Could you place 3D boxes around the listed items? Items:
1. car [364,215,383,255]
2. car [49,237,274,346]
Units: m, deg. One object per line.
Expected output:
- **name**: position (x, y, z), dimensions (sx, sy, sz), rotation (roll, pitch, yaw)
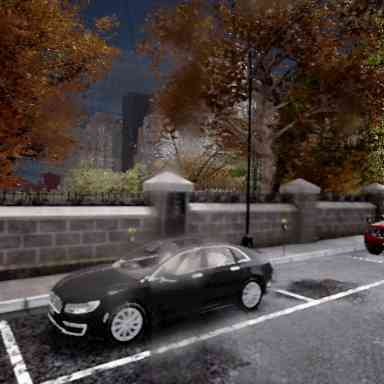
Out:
- **car**: position (8.674, 1.453, 12.715), dimensions (5.009, 1.841, 2.192), rotation (1, 1, -35)
- **car**: position (-0.328, 1.583, 6.308), dimensions (4.403, 1.369, 2.008), rotation (1, 1, -35)
